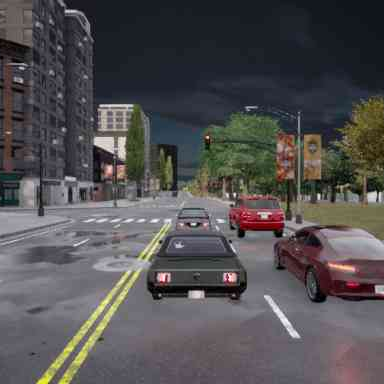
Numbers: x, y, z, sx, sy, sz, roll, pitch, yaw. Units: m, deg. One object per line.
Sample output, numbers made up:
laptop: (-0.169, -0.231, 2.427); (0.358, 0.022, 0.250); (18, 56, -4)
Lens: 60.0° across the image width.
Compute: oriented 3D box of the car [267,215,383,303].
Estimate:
car: (3.337, 1.525, 8.084); (1.812, 1.442, 4.674); (0, 0, 0)

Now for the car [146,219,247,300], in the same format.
car: (0.085, 1.600, 8.344); (1.895, 1.301, 4.718); (0, 0, 0)

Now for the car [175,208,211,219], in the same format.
car: (0.067, 1.545, 17.937); (2.033, 1.411, 5.357); (0, 0, 0)

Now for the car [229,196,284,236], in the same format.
car: (3.316, 1.220, 17.897); (2.150, 2.045, 5.566); (0, 0, 0)
